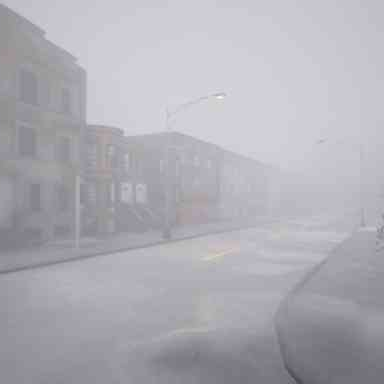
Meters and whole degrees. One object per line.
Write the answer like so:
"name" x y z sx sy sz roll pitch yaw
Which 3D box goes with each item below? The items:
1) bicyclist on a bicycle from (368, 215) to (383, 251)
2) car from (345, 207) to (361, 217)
"bicyclist on a bicycle" 8.583 1.785 14.440 1.656 1.620 0.582 -1 -2 30
"car" 24.317 3.027 50.503 1.812 1.442 4.674 0 -2 30
